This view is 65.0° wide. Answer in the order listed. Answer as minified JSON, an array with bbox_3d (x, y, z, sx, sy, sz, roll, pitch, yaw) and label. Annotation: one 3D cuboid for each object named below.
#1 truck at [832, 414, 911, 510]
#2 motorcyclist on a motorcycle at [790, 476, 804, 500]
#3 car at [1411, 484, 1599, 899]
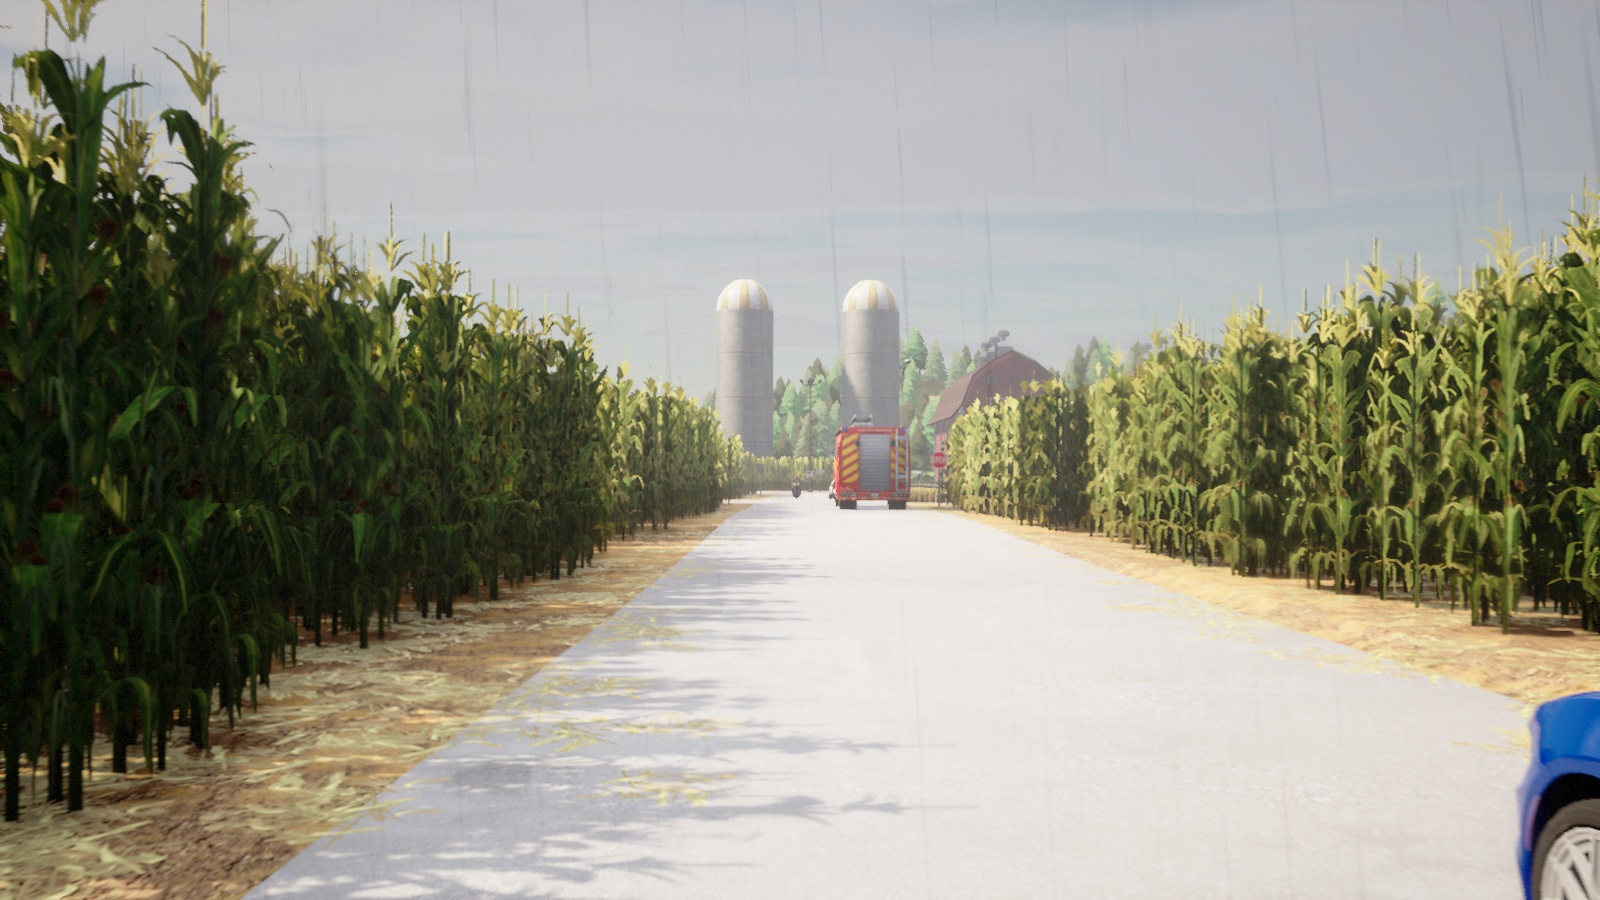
[{"bbox_3d":[2.959,0.575,54.282,2.891,3.827,8.468,0,-1,0],"label":"truck"},{"bbox_3d":[-0.200,2.413,80.053,0.866,1.530,2.191,0,-2,0],"label":"motorcyclist on a motorcycle"},{"bbox_3d":[3.086,0.830,1.894,1.882,1.535,5.008,0,-1,0],"label":"car"}]
